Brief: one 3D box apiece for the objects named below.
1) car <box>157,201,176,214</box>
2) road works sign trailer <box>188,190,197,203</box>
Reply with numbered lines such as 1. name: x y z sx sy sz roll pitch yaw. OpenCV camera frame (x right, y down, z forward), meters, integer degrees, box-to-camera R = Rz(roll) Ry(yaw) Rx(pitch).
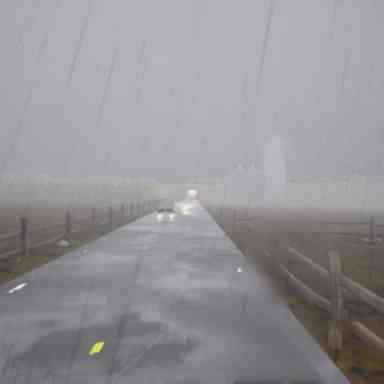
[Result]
1. car: -2.852 1.722 38.091 2.033 1.411 5.357 0 0 0
2. road works sign trailer: 0.163 1.174 91.864 2.380 3.560 2.880 0 -1 -4
